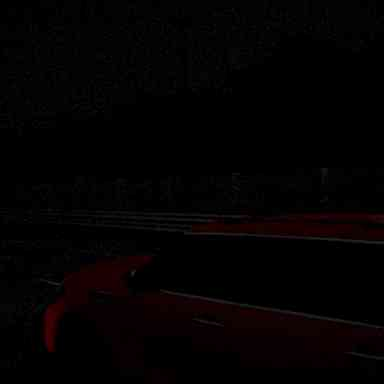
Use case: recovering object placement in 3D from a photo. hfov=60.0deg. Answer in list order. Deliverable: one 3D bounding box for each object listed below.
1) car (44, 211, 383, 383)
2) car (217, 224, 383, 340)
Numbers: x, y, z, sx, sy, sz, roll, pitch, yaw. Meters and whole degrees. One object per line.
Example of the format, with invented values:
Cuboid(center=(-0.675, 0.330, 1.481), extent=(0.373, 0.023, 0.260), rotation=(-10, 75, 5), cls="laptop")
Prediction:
Cuboid(center=(0.818, 1.234, 3.409), extent=(5.566, 2.045, 2.150), rotation=(-1, -1, 36), cls="car")
Cuboid(center=(3.040, 1.516, 6.124), extent=(4.892, 1.490, 1.837), rotation=(-1, -1, 36), cls="car")
